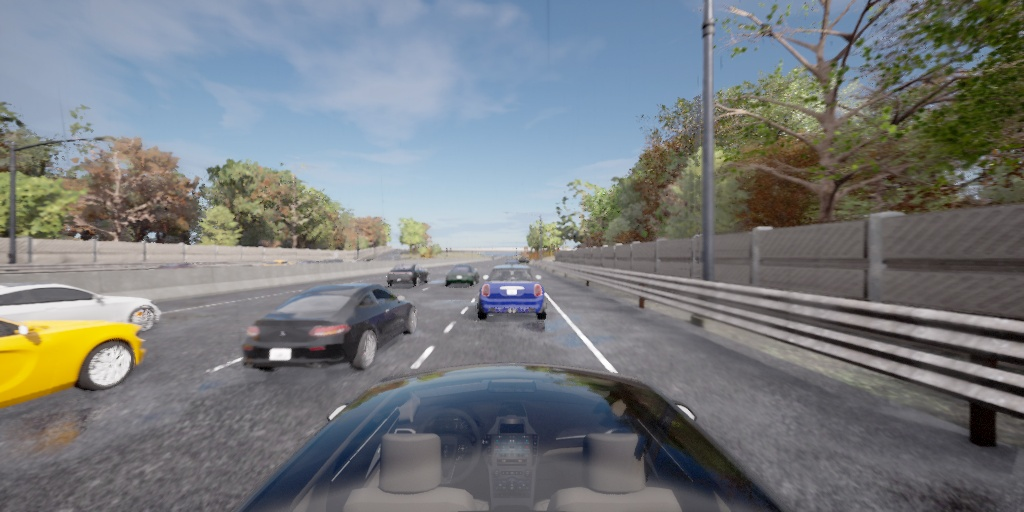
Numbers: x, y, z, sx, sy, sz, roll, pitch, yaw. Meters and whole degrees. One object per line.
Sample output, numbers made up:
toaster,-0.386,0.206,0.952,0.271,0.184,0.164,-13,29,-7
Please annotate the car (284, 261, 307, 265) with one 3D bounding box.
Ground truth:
car,-24.559,1.295,43.220,2.128,1.511,4.902,0,0,0

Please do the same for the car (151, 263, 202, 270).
car,-31.575,1.345,33.841,1.994,1.385,4.181,0,0,0

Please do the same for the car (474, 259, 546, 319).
car,0.000,1.110,12.946,2.097,1.767,4.553,0,0,0

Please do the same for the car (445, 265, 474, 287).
car,-3.395,1.335,25.149,1.994,1.385,4.181,0,0,0

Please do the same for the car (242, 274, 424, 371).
car,-3.399,1.279,7.568,1.812,1.442,4.674,0,0,0

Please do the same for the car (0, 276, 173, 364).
car,-10.400,1.278,7.695,1.812,1.442,4.674,0,0,0

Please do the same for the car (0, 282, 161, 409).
car,-6.897,1.228,3.732,1.882,1.535,5.008,0,0,0

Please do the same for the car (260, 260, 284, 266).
car,-28.057,1.280,42.856,1.882,1.535,5.008,0,0,0

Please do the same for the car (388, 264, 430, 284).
car,-6.896,1.261,24.313,2.128,1.511,4.902,0,0,0

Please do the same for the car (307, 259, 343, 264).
car,-21.071,1.152,41.425,2.097,1.767,4.553,0,0,0
